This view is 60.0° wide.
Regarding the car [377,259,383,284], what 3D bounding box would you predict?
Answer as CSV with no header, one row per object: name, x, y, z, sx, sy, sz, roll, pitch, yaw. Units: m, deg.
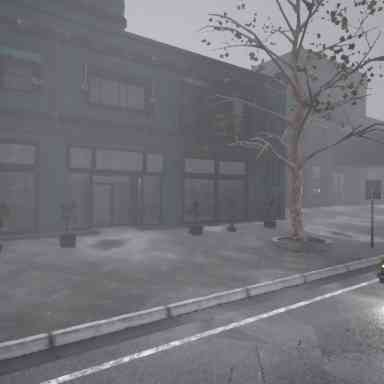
car,6.718,1.549,8.199,5.357,1.411,2.033,0,0,-36
